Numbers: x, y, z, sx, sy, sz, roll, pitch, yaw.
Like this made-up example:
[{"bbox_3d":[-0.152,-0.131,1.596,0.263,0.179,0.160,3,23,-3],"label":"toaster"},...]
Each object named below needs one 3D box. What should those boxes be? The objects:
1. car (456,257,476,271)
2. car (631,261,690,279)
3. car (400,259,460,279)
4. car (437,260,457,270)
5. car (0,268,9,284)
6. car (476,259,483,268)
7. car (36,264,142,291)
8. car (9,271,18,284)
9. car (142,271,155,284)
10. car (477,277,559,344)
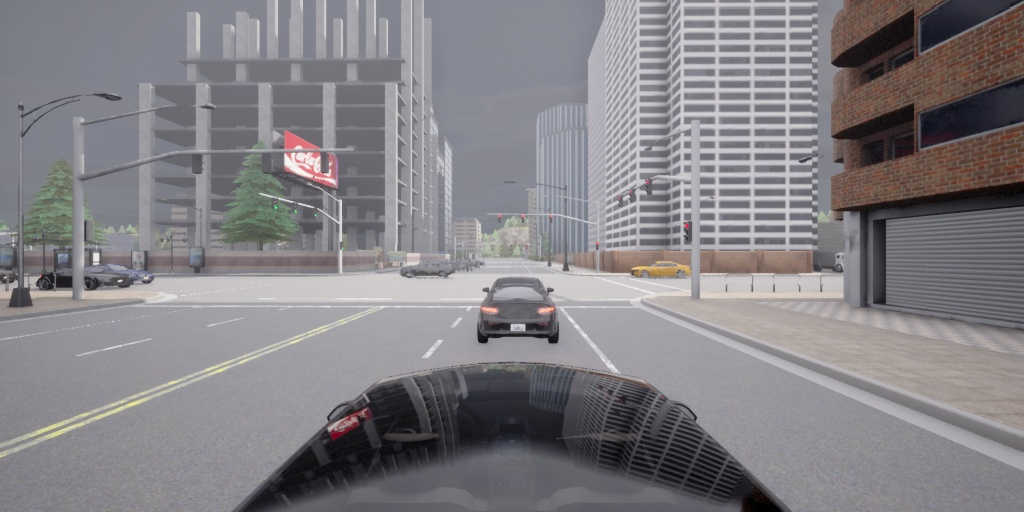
[{"bbox_3d":[-6.533,1.241,48.558,2.128,1.511,4.902,0,0,1],"label":"car"},{"bbox_3d":[13.178,1.228,31.979,5.008,1.535,1.882,0,0,1],"label":"car"},{"bbox_3d":[-7.464,1.241,32.095,4.902,1.511,2.128,0,0,0],"label":"car"},{"bbox_3d":[-9.950,1.297,55.389,2.033,1.411,5.357,0,0,1],"label":"car"},{"bbox_3d":[-34.199,1.102,21.581,4.553,1.767,2.097,0,0,0],"label":"car"},{"bbox_3d":[-6.395,1.255,58.845,1.837,1.490,4.892,0,0,1],"label":"car"},{"bbox_3d":[-25.501,1.314,21.518,4.181,1.385,1.994,0,0,0],"label":"car"},{"bbox_3d":[-37.841,1.254,25.108,4.892,1.490,1.837,0,0,0],"label":"car"},{"bbox_3d":[-27.853,1.276,25.035,4.674,1.442,1.812,0,0,0],"label":"car"},{"bbox_3d":[0.161,1.276,9.513,1.812,1.442,4.674,0,0,1],"label":"car"}]
